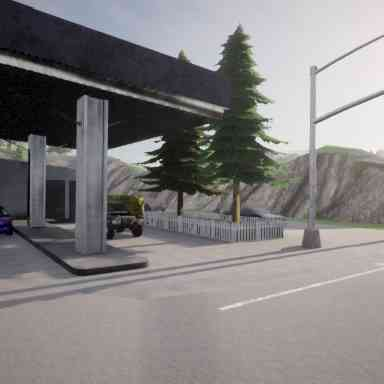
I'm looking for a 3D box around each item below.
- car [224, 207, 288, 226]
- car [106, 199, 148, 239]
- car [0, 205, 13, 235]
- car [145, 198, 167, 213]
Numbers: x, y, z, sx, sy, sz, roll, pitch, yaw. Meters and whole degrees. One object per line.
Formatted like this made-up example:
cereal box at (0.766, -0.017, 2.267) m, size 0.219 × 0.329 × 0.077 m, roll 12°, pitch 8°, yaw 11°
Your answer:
car at (4.519, 1.802, 24.790) m, size 2.033 × 1.411 × 5.357 m, roll 1°, pitch 0°, yaw -35°
car at (-4.313, 1.448, 18.354) m, size 1.905 × 1.878 × 3.866 m, roll 1°, pitch 0°, yaw -35°
car at (-11.442, 1.524, 18.627) m, size 2.242 × 1.667 × 4.611 m, roll 1°, pitch 0°, yaw -35°
car at (-4.757, 1.498, 38.222) m, size 2.097 × 1.767 × 4.553 m, roll 1°, pitch 0°, yaw -35°
